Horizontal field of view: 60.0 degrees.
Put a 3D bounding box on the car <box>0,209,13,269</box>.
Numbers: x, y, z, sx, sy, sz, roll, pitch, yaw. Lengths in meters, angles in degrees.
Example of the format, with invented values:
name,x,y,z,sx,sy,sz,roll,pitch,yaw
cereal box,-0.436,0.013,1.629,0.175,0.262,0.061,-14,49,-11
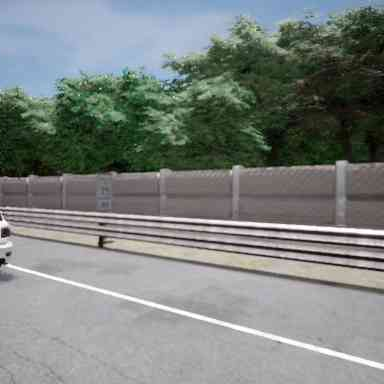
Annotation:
name,x,y,z,sx,sy,sz,roll,pitch,yaw
car,-7.290,1.192,9.028,5.566,2.045,2.150,0,-1,29
